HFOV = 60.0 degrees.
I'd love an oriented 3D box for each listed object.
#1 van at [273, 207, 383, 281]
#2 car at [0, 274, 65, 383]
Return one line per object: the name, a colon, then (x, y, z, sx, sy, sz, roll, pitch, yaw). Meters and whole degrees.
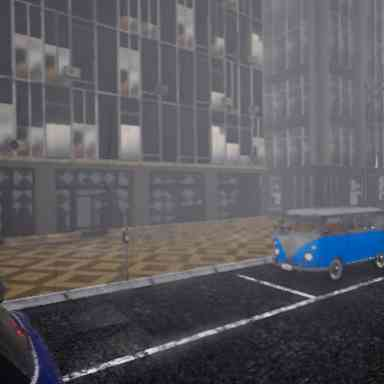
van: (4.055, 1.331, 9.473, 3.998, 1.788, 1.690, 0, -1, -35)
car: (-2.837, 1.354, 1.318, 4.553, 1.767, 2.097, 0, 0, -35)
